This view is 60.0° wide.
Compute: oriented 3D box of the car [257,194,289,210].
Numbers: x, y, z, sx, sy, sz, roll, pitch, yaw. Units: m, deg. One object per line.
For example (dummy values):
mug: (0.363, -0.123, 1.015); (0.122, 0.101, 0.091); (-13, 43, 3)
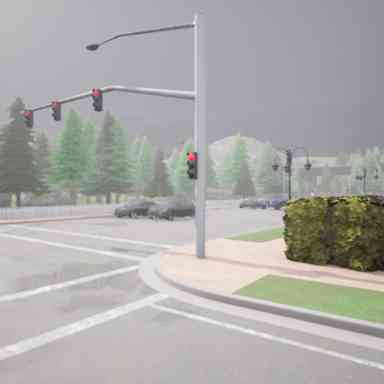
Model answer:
car: (10.928, 1.241, 42.880); (2.150, 2.045, 5.566); (0, 0, 38)

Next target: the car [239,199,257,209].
car: (8.045, 1.582, 44.884); (1.994, 1.385, 4.181); (0, 0, 39)

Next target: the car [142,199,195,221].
car: (-1.539, 1.367, 27.354); (2.097, 1.767, 4.553); (0, 0, 39)

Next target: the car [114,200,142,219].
car: (-4.582, 1.521, 29.153); (1.837, 1.490, 4.892); (0, 0, 39)
